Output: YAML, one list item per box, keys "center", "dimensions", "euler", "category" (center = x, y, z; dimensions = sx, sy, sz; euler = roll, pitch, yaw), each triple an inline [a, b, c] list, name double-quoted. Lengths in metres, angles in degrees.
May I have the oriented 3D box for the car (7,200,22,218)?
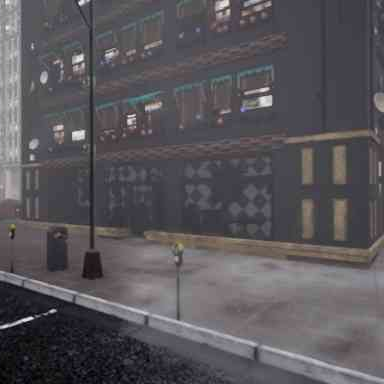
- center: [-11.387, 1.320, 25.718]
  dimensions: [1.947, 1.339, 4.313]
  euler: [1, 1, 35]
  category: "car"

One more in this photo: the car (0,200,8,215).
- center: [-16.149, 1.355, 29.032]
  dimensions: [1.994, 1.385, 4.181]
  euler: [0, 1, 35]
  category: "car"
